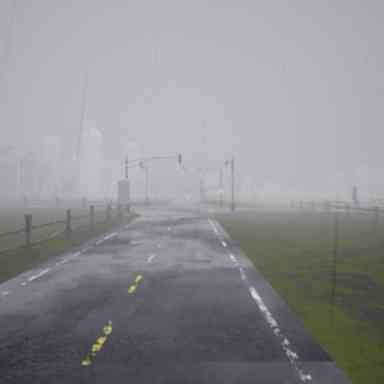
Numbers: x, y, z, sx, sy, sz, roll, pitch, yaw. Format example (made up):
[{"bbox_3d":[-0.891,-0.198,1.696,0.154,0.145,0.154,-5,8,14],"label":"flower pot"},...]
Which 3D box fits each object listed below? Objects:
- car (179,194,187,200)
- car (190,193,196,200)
[{"bbox_3d":[-2.517,1.238,91.225,2.097,1.767,4.553,0,0,0],"label":"car"},{"bbox_3d":[0.251,1.397,94.700,2.128,1.511,4.902,0,0,0],"label":"car"}]
